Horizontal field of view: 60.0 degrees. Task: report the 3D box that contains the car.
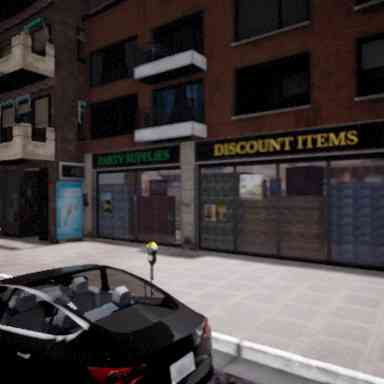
[{"bbox_3d":[-1.771,1.601,4.138,4.313,1.339,1.947,-1,0,36],"label":"car"}]
